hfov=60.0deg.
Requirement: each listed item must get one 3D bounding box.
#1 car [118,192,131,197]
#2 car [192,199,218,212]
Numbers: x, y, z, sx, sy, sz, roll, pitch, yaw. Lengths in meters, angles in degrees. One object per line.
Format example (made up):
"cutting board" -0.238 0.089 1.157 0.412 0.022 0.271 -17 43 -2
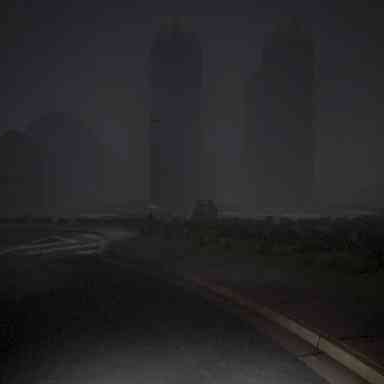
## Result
"car" -18.590 1.115 92.201 3.866 1.878 1.905 3 -7 -44
"car" 1.139 1.477 29.774 2.242 1.667 4.611 0 0 -1
